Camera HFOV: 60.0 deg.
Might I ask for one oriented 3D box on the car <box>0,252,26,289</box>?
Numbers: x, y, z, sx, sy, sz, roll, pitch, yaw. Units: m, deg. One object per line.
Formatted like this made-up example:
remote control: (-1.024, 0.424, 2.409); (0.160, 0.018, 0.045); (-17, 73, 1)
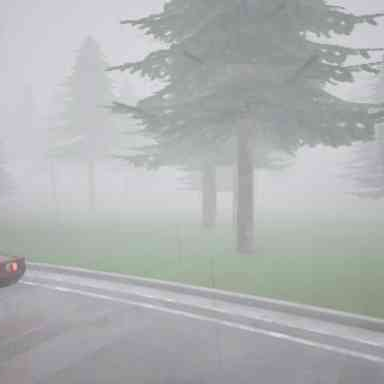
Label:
car: (-5.917, 1.537, 7.030); (4.718, 1.301, 1.895); (0, 1, 24)
